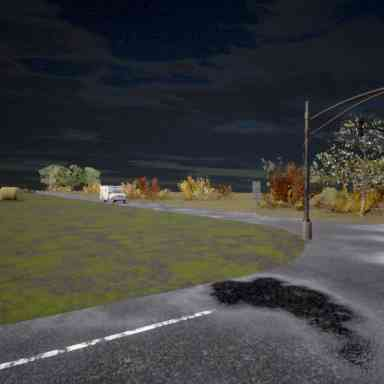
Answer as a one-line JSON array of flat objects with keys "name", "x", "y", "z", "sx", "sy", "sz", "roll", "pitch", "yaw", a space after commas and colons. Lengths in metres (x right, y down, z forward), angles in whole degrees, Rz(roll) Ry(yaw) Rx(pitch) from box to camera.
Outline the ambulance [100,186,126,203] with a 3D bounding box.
[{"name": "ambulance", "x": -11.873, "y": 0.341, "z": 50.071, "sx": 2.351, "sy": 2.431, "sz": 6.366, "roll": 2, "pitch": 0, "yaw": -32}]
